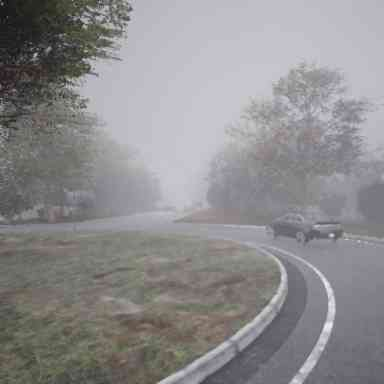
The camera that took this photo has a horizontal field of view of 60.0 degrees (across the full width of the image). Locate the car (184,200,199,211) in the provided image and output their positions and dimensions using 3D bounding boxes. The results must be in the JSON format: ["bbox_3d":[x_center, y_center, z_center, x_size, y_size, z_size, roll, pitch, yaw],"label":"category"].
[{"bbox_3d":[-0.415,2.940,64.703,1.882,1.535,5.008,-1,-1,8],"label":"car"}]

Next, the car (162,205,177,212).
[{"bbox_3d":[-4.253,3.081,62.775,1.895,1.301,4.718,-1,-1,8],"label":"car"}]

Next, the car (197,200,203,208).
[{"bbox_3d":[1.424,2.799,78.516,2.150,2.045,5.566,-1,-1,8],"label":"car"}]

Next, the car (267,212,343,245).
[{"bbox_3d":[5.640,1.799,17.312,2.128,1.511,4.902,0,-1,-15],"label":"car"}]
